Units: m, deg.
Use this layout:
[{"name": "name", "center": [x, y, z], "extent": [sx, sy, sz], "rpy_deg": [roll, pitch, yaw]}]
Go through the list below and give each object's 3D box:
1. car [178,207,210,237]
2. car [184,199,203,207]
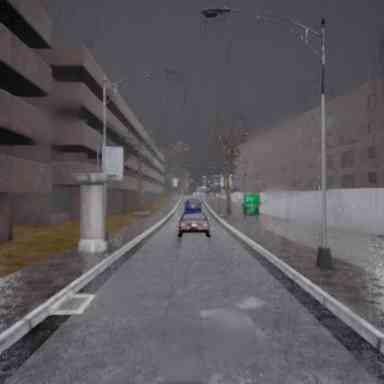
[{"name": "car", "center": [0.116, 1.889, 20.423], "extent": [2.033, 1.411, 5.357], "rpy_deg": [0, -1, 0]}, {"name": "car", "center": [0.132, 1.834, 41.833], "extent": [2.150, 2.045, 5.566], "rpy_deg": [0, 0, 0]}]
